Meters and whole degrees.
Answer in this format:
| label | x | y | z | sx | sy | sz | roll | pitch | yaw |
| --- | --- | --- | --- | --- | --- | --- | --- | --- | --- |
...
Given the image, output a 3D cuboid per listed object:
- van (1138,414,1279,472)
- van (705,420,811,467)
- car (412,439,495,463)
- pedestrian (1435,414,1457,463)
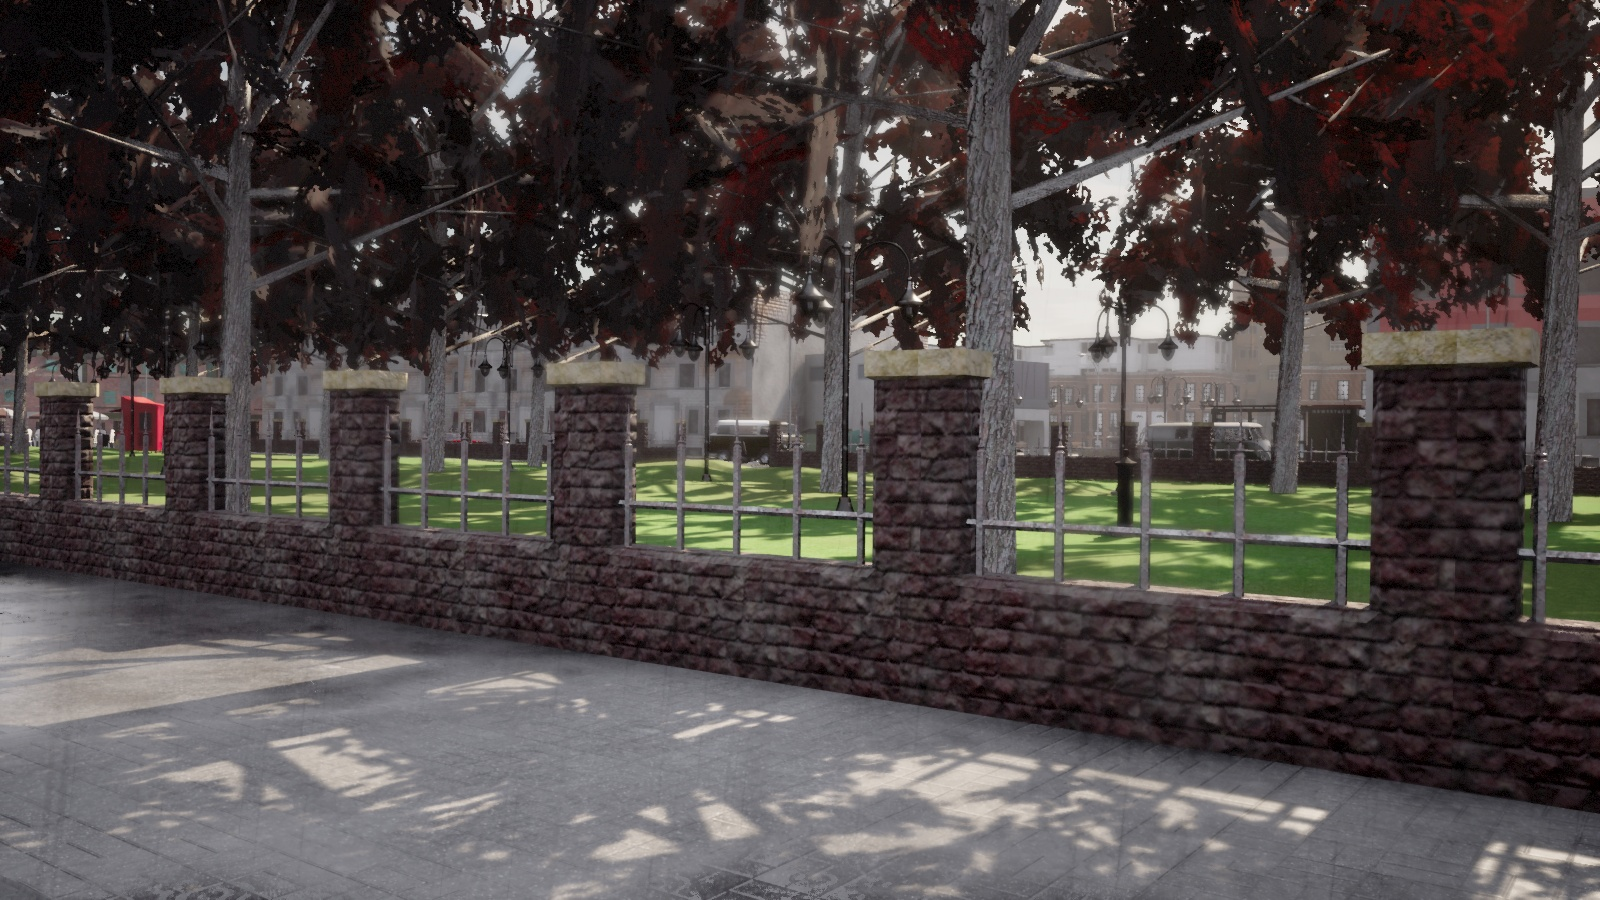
| label | x | y | z | sx | sy | sz | roll | pitch | yaw |
| --- | --- | --- | --- | --- | --- | --- | --- | --- | --- |
| van | 14.553 | -0.260 | 44.835 | 4.442 | 1.987 | 1.775 | 0 | 1 | 36 |
| van | -1.922 | -0.306 | 56.989 | 4.480 | 2.038 | 2.069 | 0 | 1 | 36 |
| car | -19.270 | 0.054 | 69.770 | 4.718 | 1.301 | 1.895 | 0 | 1 | 36 |
| pedestrian | 24.979 | -0.448 | 48.571 | 0.720 | 1.854 | 0.376 | 0 | 1 | 35 |
